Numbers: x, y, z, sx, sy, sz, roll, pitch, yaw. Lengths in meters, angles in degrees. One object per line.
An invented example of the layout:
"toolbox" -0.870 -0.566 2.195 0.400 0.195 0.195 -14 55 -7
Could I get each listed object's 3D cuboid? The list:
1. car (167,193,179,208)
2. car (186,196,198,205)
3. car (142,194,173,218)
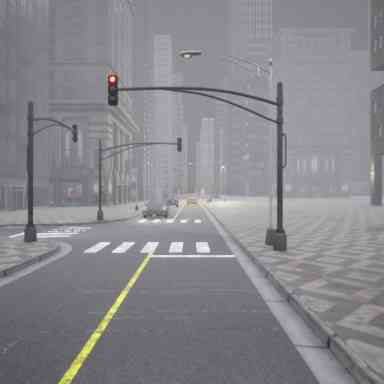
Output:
"car" -3.089 1.230 49.260 2.150 2.045 5.566 0 0 0
"car" 0.007 1.489 57.641 1.882 1.535 5.008 0 0 0
"car" -3.097 1.352 29.522 2.097 1.767 4.553 0 0 0
